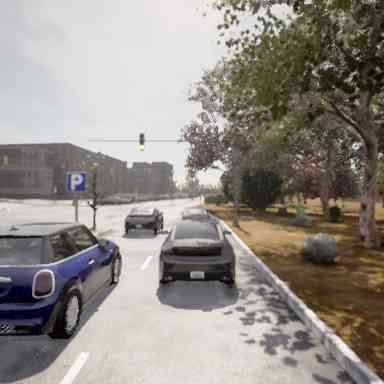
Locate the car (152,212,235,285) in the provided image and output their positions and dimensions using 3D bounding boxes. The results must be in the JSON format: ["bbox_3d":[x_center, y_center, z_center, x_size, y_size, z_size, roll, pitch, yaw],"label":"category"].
[{"bbox_3d":[0.128,1.557,9.616,1.837,1.490,4.892,0,0,0],"label":"car"}]

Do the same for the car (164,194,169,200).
[{"bbox_3d":[-9.686,1.660,93.462,5.008,1.535,2.097,-1,0,-11],"label":"car"}]

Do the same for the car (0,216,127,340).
[{"bbox_3d":[-2.885,1.388,6.784,2.097,1.767,4.553,0,0,0],"label":"car"}]

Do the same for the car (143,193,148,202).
[{"bbox_3d":[-12.694,1.627,72.531,4.674,1.452,2.002,-1,0,-13],"label":"car"}]

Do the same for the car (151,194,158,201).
[{"bbox_3d":[-11.514,1.659,81.515,4.674,1.452,2.002,-1,0,-12],"label":"car"}]

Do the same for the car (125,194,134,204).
[{"bbox_3d":[-13.845,1.538,60.572,5.366,1.575,1.946,-1,-1,-15],"label":"car"}]

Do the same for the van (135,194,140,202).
[{"bbox_3d":[-13.291,1.338,66.565,4.442,1.987,1.878,-1,-1,-14],"label":"van"}]

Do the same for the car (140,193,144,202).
[{"bbox_3d":[-13.065,1.578,69.535,4.892,1.521,2.231,-1,-1,-14],"label":"car"}]

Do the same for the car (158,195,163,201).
[{"bbox_3d":[-11.066,1.377,84.523,5.566,2.045,2.435,-1,-1,-12],"label":"car"}]

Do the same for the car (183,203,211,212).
[{"bbox_3d":[0.181,1.663,21.697,2.033,1.411,5.357,0,0,-1],"label":"car"}]

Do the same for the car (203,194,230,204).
[{"bbox_3d":[4.619,1.375,63.158,4.553,1.767,2.185,1,0,-14],"label":"car"}]

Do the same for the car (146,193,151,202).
[{"bbox_3d":[-12.325,1.638,75.533,4.674,1.452,2.002,-1,-1,-13],"label":"car"}]

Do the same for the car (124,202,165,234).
[{"bbox_3d":[-2.764,1.599,19.962,2.128,1.511,4.902,0,0,1],"label":"car"}]

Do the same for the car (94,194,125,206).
[{"bbox_3d":[-14.488,1.570,57.579,4.792,1.488,2.163,-1,0,-15],"label":"car"}]

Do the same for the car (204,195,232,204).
[{"bbox_3d":[5.153,1.508,66.151,5.366,1.575,1.946,1,0,-13],"label":"car"}]

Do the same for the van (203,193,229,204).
[{"bbox_3d":[4.238,1.265,60.188,4.442,1.987,1.878,1,0,-14],"label":"van"}]
